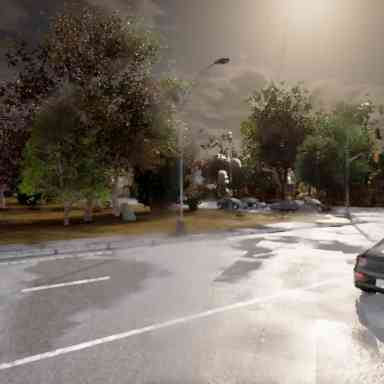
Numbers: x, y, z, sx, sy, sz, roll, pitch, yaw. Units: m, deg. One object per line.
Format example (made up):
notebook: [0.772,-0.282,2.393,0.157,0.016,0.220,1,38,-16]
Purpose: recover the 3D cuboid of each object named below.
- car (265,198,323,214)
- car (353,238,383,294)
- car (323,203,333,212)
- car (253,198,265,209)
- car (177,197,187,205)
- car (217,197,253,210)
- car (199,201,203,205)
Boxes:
car: [11.065,1.568,36.344,2.033,1.411,5.357,0,0,-38]
car: [5.473,1.546,7.502,4.674,1.442,1.812,0,0,-35]
car: [13.780,1.498,38.557,1.882,1.535,5.008,0,0,-38]
car: [8.073,1.511,45.965,2.128,1.511,4.902,0,0,-38]
car: [-3.608,1.233,55.419,2.150,2.045,5.566,0,1,-37]
car: [5.297,1.525,43.831,1.837,1.490,4.892,0,0,-37]
car: [-0.358,1.566,56.932,2.033,1.411,5.357,0,0,-37]
